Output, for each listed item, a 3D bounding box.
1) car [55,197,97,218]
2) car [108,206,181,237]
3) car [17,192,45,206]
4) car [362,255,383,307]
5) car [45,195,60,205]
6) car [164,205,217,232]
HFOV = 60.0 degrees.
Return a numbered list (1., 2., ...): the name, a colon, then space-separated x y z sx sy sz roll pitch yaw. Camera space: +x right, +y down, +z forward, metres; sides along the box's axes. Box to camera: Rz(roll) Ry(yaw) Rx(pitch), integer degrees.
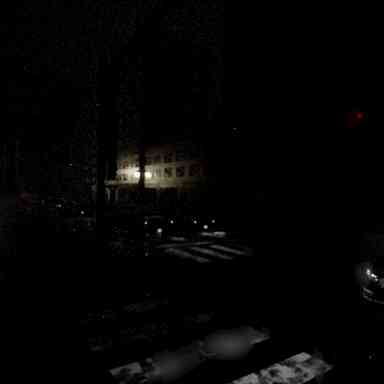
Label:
1. car: -9.761 1.420 27.899 1.994 1.385 4.181 1 0 -35
2. car: -2.788 1.537 17.831 1.895 1.301 4.718 1 0 -34
3. car: -22.395 1.198 46.279 2.128 1.511 4.902 1 -1 -34
4. car: 5.564 1.584 7.095 4.902 1.511 2.128 1 0 -35
5. car: -20.296 1.164 48.973 1.895 1.301 4.718 1 0 -35
6. car: -0.824 1.541 20.655 2.033 1.411 5.357 1 0 -37
